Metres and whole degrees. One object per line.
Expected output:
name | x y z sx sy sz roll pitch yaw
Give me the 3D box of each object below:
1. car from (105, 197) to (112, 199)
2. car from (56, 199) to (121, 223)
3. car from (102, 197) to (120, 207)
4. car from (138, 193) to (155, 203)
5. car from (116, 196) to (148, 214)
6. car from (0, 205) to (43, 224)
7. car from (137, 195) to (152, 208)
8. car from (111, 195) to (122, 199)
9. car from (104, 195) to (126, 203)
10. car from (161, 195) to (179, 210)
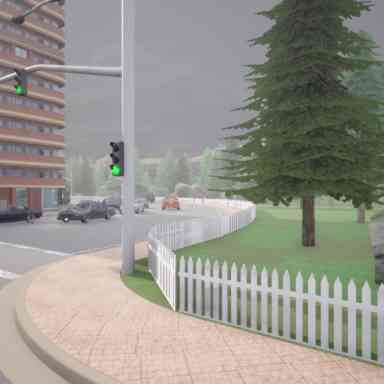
car | -9.904 1.492 31.861 2.033 1.411 5.357 0 0 8
car | -7.822 1.492 25.309 2.033 1.411 5.357 0 0 17
car | -12.664 1.508 51.592 1.994 1.385 4.181 0 0 -24
car | -9.593 1.166 66.456 2.150 2.045 5.566 0 0 -40
car | -6.189 1.470 34.752 1.812 1.442 4.674 0 0 3
car | -12.708 1.545 22.629 1.895 1.301 4.718 0 0 23
car | -6.943 1.470 44.943 1.812 1.442 4.674 0 0 -13
car | -9.813 1.492 41.935 2.033 1.411 5.357 0 0 -7
car | -15.650 1.435 67.701 4.902 1.511 2.128 0 0 44
car | -2.830 1.296 42.758 2.097 1.767 4.553 0 0 -6
